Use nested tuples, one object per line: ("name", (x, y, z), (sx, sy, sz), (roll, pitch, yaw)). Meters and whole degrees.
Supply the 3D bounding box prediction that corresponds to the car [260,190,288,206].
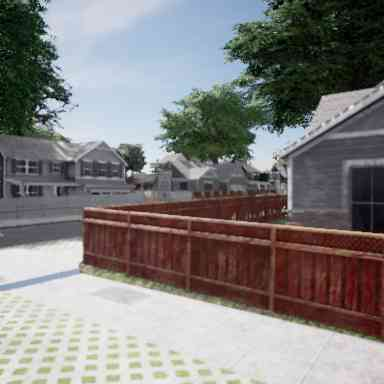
("car", (8.695, 0.862, 37.056), (1.837, 1.490, 4.892), (0, 1, 35))
